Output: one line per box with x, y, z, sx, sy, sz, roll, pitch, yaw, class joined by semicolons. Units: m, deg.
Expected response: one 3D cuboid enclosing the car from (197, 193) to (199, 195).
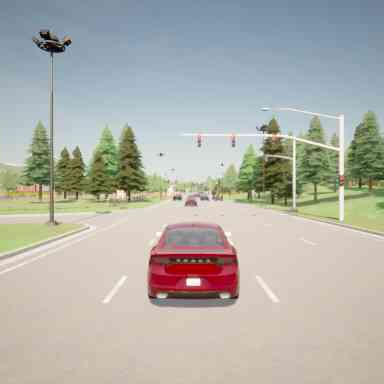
3.238;1.357;94.141;2.128;1.511;4.902;0;0;0;car

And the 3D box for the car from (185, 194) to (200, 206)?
-0.147;1.525;53.098;1.812;1.442;4.674;0;0;0;car

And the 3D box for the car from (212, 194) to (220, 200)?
6.738;1.372;94.151;2.033;1.411;5.357;0;0;0;car

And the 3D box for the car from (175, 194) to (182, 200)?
-3.762;1.310;94.121;1.882;1.535;5.008;0;0;0;car

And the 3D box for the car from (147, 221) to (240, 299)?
0.040;1.478;8.496;1.882;1.535;5.008;0;0;0;car

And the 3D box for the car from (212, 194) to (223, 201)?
6.767;1.516;83.731;2.128;1.511;4.902;0;0;0;car

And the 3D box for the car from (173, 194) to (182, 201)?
-3.733;1.469;83.702;1.882;1.535;5.008;0;0;0;car

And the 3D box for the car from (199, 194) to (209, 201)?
3.266;1.516;84.138;1.812;1.442;4.674;0;0;0;car
